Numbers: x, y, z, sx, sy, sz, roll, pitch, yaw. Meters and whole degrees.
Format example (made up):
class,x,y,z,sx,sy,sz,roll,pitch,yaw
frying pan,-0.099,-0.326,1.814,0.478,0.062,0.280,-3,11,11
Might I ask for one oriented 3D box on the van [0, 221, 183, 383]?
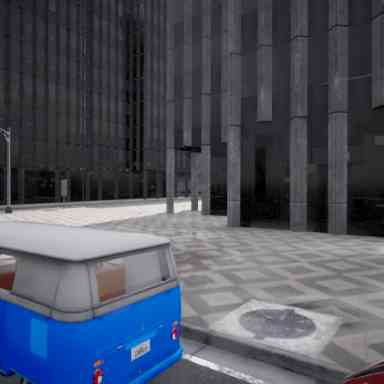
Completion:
class,x,y,z,sx,sy,sz,roll,pitch,yaw
van,-2.018,1.341,4.401,3.998,1.788,1.690,0,0,35

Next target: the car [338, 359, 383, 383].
class,x,y,z,sx,sy,sz,roll,pitch,yaw
car,2.482,1.440,1.196,4.097,1.590,1.967,0,0,35
